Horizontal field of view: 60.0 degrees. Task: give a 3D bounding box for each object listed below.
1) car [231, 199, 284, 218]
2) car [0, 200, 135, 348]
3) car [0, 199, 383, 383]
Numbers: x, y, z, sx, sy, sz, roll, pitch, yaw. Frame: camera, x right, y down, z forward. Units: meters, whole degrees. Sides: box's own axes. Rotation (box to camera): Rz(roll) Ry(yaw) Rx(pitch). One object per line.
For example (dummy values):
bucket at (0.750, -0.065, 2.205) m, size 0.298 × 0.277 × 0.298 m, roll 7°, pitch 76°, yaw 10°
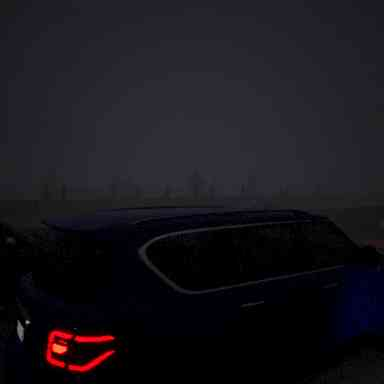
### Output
car at (5.877, 1.367, 29.470) m, size 4.674 × 1.442 × 1.812 m, roll 0°, pitch 0°, yaw -34°
car at (-3.924, 1.223, 5.245) m, size 5.566 × 2.045 × 2.150 m, roll 0°, pitch 0°, yaw -35°
car at (0.775, 1.200, 4.298) m, size 5.566 × 2.045 × 2.150 m, roll -1°, pitch 0°, yaw -35°
